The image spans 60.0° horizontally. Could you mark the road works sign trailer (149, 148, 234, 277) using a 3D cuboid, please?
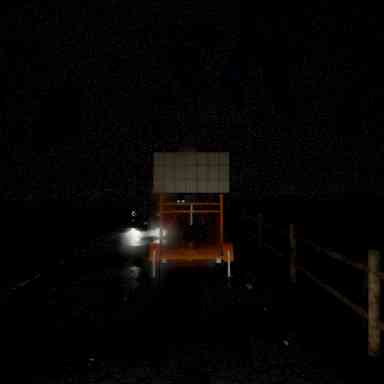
[{"bbox_3d":[-0.015,0.467,10.224,2.380,3.560,2.880,0,0,0],"label":"road works sign trailer"}]

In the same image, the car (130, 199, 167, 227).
[{"bbox_3d":[-2.887,1.360,22.880,2.097,1.767,4.553,0,0,0],"label":"car"}]

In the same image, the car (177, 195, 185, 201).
[{"bbox_3d":[-2.892,1.560,88.249,2.033,1.411,5.357,0,0,0],"label":"car"}]
